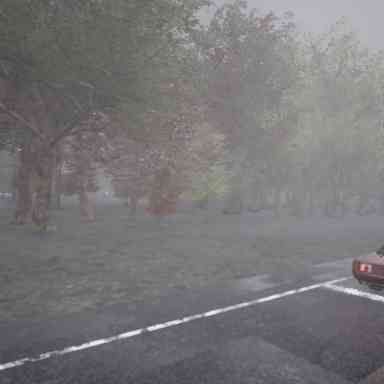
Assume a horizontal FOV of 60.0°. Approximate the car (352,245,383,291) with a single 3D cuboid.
[{"bbox_3d":[5.942,1.697,7.986,4.718,1.301,1.895,1,0,-36],"label":"car"}]
